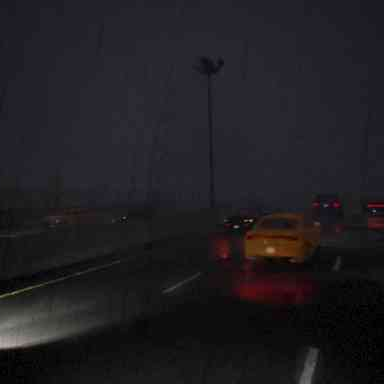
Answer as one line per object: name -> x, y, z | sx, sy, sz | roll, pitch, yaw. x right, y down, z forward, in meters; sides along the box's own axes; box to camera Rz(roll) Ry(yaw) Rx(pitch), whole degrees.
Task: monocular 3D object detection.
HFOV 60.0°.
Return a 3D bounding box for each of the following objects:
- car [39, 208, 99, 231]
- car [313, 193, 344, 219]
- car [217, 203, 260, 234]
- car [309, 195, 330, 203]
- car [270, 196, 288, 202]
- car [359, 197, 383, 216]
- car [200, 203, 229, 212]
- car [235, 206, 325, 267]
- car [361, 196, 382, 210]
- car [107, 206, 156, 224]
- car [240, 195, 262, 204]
car -> -9.397, 2.061, 25.825 | 1.882, 1.535, 5.008 | -2, -1, 26
car -> 11.616, 1.151, 28.386 | 2.150, 2.045, 5.566 | -2, -1, 26
car -> 3.355, 1.628, 19.597 | 1.812, 1.442, 4.674 | -2, -1, 26
car -> 25.743, 1.410, 67.159 | 4.902, 1.511, 2.128 | -1, -1, -44
car -> 16.325, 1.503, 62.269 | 2.097, 1.767, 4.553 | -3, -1, 40
car -> 16.133, 1.301, 29.630 | 1.837, 1.490, 4.892 | -2, -1, 27
car -> 2.596, 1.832, 34.200 | 2.033, 1.411, 5.357 | -2, -1, 27
car -> 3.348, 1.496, 11.736 | 1.882, 1.535, 5.008 | -2, -1, 26
car -> 21.029, 1.252, 38.813 | 1.812, 1.442, 4.674 | -2, -1, 32
car -> -4.837, 1.942, 27.129 | 2.128, 1.511, 4.902 | -2, -1, 27
car -> 10.887, 1.544, 61.190 | 2.150, 2.045, 5.566 | -3, -1, 38
